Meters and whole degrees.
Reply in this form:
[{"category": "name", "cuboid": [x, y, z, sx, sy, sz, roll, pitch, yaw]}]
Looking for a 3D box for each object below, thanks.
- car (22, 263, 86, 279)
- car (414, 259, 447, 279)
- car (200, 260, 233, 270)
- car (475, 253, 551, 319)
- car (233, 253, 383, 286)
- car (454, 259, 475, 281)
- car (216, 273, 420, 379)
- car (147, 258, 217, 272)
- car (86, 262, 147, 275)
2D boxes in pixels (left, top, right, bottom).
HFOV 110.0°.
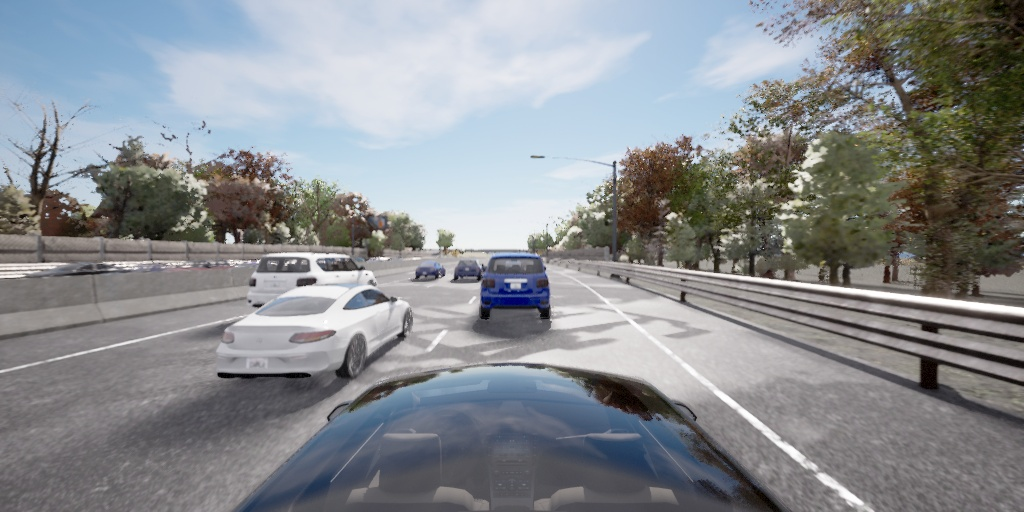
[{"category": "car", "cuboid": [-27.800, 1.181, 23.045, 1.837, 1.490, 4.892, 0, 0, -2]}, {"category": "car", "cuboid": [-6.900, 1.180, 30.609, 1.812, 1.442, 4.674, 0, 0, 0]}, {"category": "car", "cuboid": [-17.597, 1.151, 24.000, 1.882, 1.535, 5.008, 0, 0, 0]}, {"category": "car", "cuboid": [0.089, 0.931, 12.821, 2.150, 2.045, 5.566, 0, 0, 0]}, {"category": "car", "cuboid": [-6.899, 0.930, 13.118, 2.150, 2.045, 5.566, 0, 0, 0]}, {"category": "car", "cuboid": [-3.400, 1.010, 29.320, 2.097, 1.767, 4.553, 0, 0, 0]}, {"category": "car", "cuboid": [-3.411, 1.256, 7.108, 1.812, 1.442, 4.674, 0, 0, 0]}, {"category": "car", "cuboid": [-21.096, 1.025, 24.162, 2.097, 1.767, 4.553, 0, 0, 0]}, {"category": "car", "cuboid": [-24.598, 1.220, 24.352, 2.033, 1.411, 5.357, 0, 0, 0]}]
